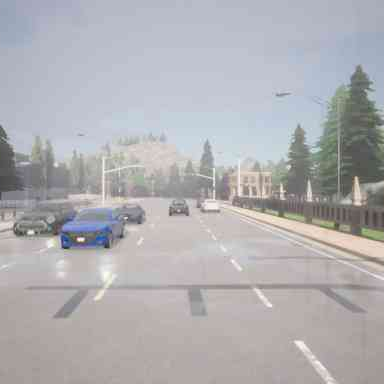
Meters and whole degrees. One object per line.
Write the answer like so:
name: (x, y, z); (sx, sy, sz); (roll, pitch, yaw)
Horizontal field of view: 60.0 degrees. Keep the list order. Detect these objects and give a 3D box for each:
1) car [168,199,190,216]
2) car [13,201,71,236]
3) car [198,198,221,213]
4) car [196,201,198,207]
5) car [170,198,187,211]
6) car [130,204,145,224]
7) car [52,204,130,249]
car: (-1.265, 1.492, 32.306); (2.128, 1.511, 4.902); (0, 0, -2)
car: (-7.815, 1.352, 18.206); (2.097, 1.767, 4.553); (0, 0, -2)
car: (2.017, 1.526, 37.190); (1.812, 1.442, 4.674); (0, 0, -3)
car: (1.602, 1.547, 46.767); (2.033, 1.411, 5.357); (0, 0, -3)
car: (-1.719, 1.547, 42.523); (2.033, 1.411, 5.357); (0, 0, -3)
car: (-4.535, 1.564, 24.274); (1.994, 1.385, 4.181); (0, 0, -2)
car: (-4.188, 1.478, 14.684); (1.882, 1.535, 5.008); (0, 0, -3)
